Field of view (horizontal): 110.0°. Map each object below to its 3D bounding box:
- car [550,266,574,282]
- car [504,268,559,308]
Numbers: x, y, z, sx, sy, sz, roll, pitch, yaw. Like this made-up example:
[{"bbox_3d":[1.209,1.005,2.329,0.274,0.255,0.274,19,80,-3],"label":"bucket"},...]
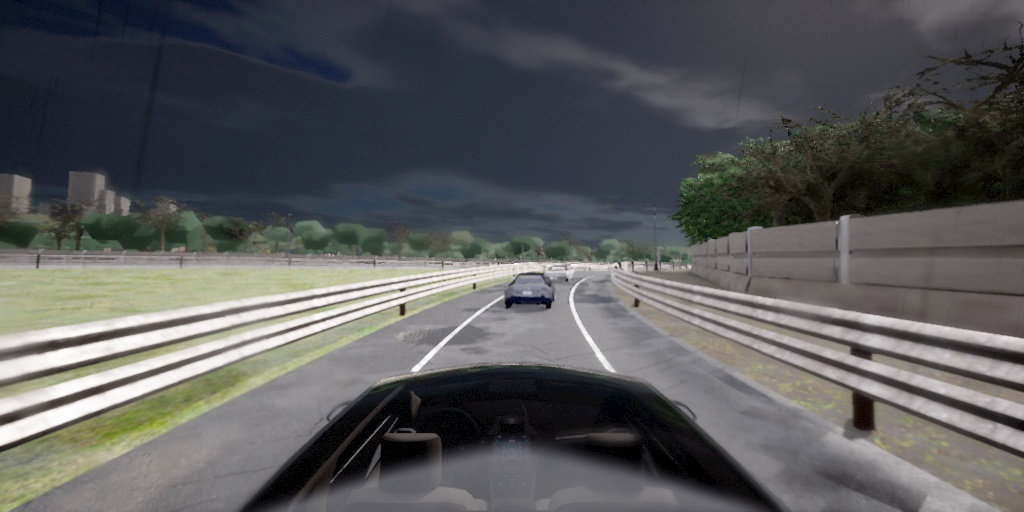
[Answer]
[{"bbox_3d":[4.050,1.447,30.028,1.895,1.301,4.718,-1,0,17],"label":"car"},{"bbox_3d":[0.888,1.410,15.875,1.994,1.385,4.181,0,0,8],"label":"car"}]
